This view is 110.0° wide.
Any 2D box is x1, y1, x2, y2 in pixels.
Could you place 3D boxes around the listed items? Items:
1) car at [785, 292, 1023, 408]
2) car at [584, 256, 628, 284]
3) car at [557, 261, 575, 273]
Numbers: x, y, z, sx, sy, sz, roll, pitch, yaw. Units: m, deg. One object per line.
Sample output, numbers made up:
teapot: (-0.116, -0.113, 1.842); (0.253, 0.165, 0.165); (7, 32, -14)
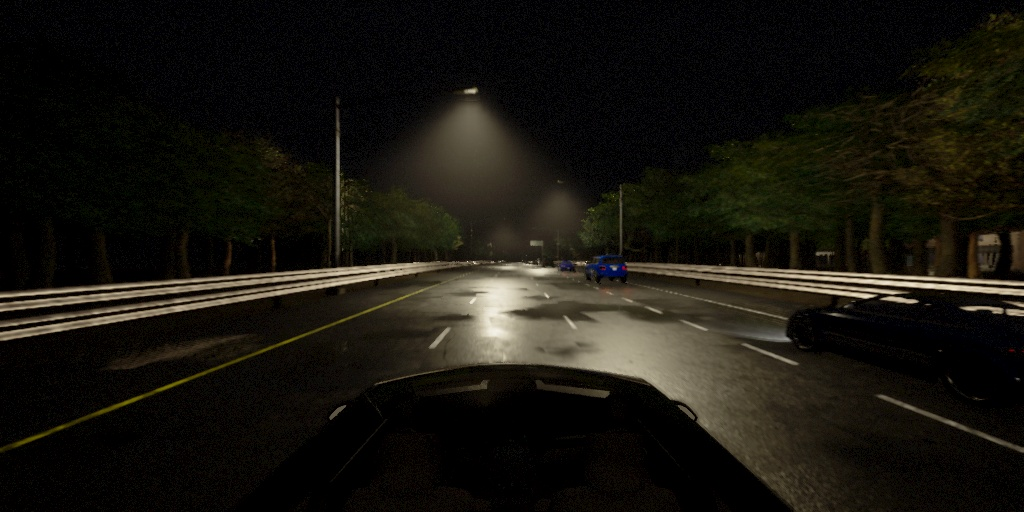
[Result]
car: (7.031, 1.315, 6.195); (1.994, 1.385, 4.181); (0, 0, 0)
car: (7.024, 0.991, 27.206); (2.150, 2.045, 5.566); (0, 0, 0)
car: (7.092, 1.404, 47.169); (1.812, 1.442, 4.674); (0, 0, 0)
